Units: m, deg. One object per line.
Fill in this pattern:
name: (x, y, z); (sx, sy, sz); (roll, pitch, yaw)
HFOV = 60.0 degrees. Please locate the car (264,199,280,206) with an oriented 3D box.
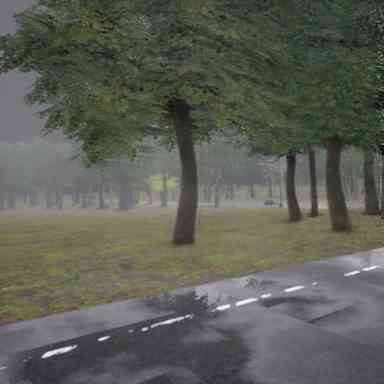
car: (20.550, 2.695, 85.022); (2.097, 1.767, 4.553); (-4, 1, -34)
